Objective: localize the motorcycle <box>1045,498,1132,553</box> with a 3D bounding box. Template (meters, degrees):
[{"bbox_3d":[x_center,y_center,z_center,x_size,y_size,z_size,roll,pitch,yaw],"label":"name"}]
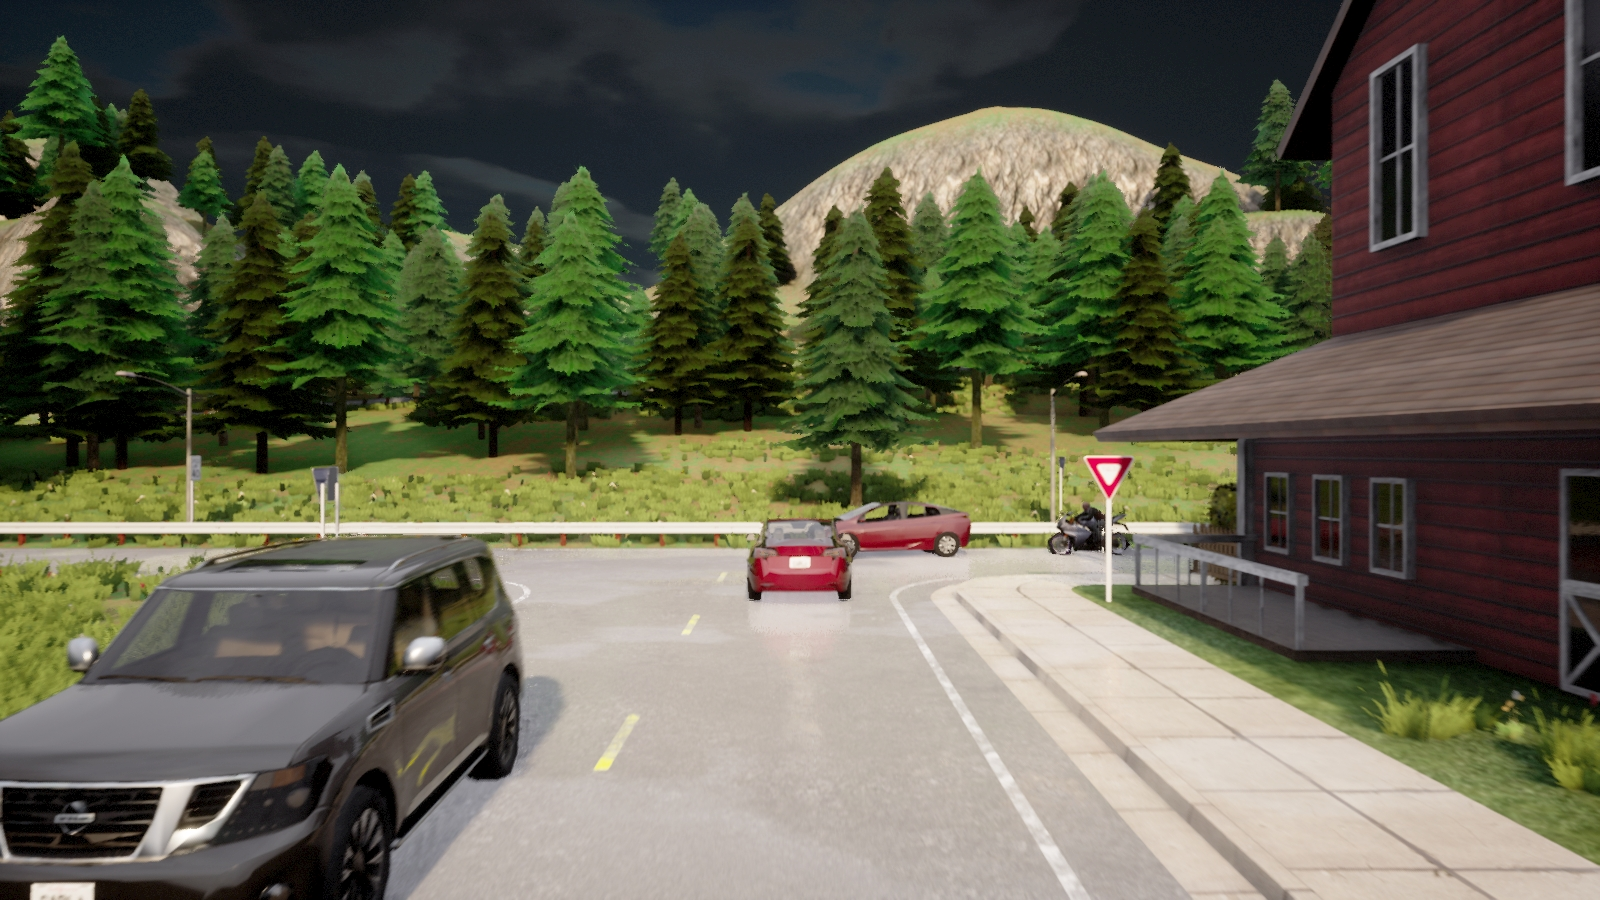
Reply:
[{"bbox_3d":[8.066,2.101,31.966,2.209,1.460,0.867,0,0,0],"label":"motorcycle"}]

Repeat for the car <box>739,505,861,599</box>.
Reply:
[{"bbox_3d":[-0.018,1.932,22.761,2.163,1.488,4.792,0,0,0],"label":"car"}]

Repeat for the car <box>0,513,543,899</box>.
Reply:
[{"bbox_3d":[-3.537,1.639,8.264,2.150,2.045,5.566,0,0,0],"label":"car"}]

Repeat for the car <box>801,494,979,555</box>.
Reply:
[{"bbox_3d":[2.439,2.019,31.488,4.514,1.525,2.007,0,0,-11],"label":"car"}]
